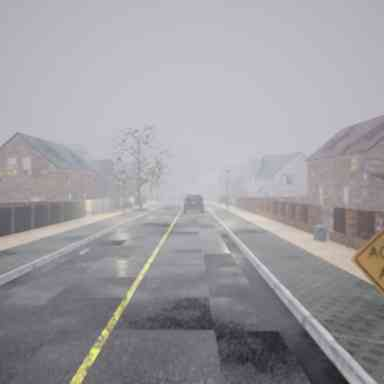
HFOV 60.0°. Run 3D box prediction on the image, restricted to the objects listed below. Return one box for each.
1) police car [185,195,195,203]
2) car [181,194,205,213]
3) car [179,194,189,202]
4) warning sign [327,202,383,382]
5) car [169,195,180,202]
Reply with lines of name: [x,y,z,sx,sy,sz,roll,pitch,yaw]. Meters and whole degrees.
police car: [-0.529,1.598,74.418,1.930,1.638,5.238,0,0,-5]
car: [0.188,1.209,36.138,2.150,2.045,5.566,0,0,0]
car: [-2.241,1.557,90.352,2.150,2.045,5.566,0,-1,-7]
warning sign: [2.558,1.105,4.058,1.300,1.860,1.060,2,2,0]
car: [-4.257,1.420,75.908,1.837,1.490,4.892,0,0,-5]
